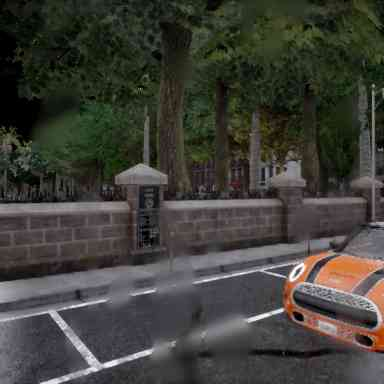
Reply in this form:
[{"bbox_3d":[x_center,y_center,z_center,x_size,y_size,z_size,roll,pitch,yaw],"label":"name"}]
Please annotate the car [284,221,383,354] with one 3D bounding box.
[{"bbox_3d":[3.768,1.351,6.067,4.553,1.767,2.097,0,0,-35],"label":"car"}]
